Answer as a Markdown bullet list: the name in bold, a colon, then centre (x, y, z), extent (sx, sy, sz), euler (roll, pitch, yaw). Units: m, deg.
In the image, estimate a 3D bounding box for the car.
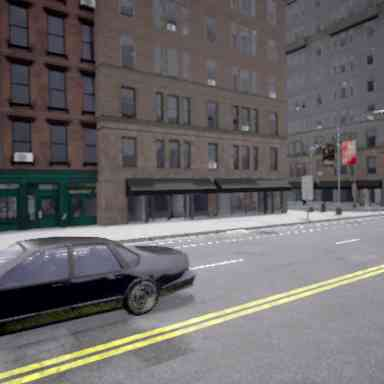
- **car**: centre (-2.481, 1.537, 5.908), extent (5.357, 1.411, 2.033), euler (-1, 0, -35)
